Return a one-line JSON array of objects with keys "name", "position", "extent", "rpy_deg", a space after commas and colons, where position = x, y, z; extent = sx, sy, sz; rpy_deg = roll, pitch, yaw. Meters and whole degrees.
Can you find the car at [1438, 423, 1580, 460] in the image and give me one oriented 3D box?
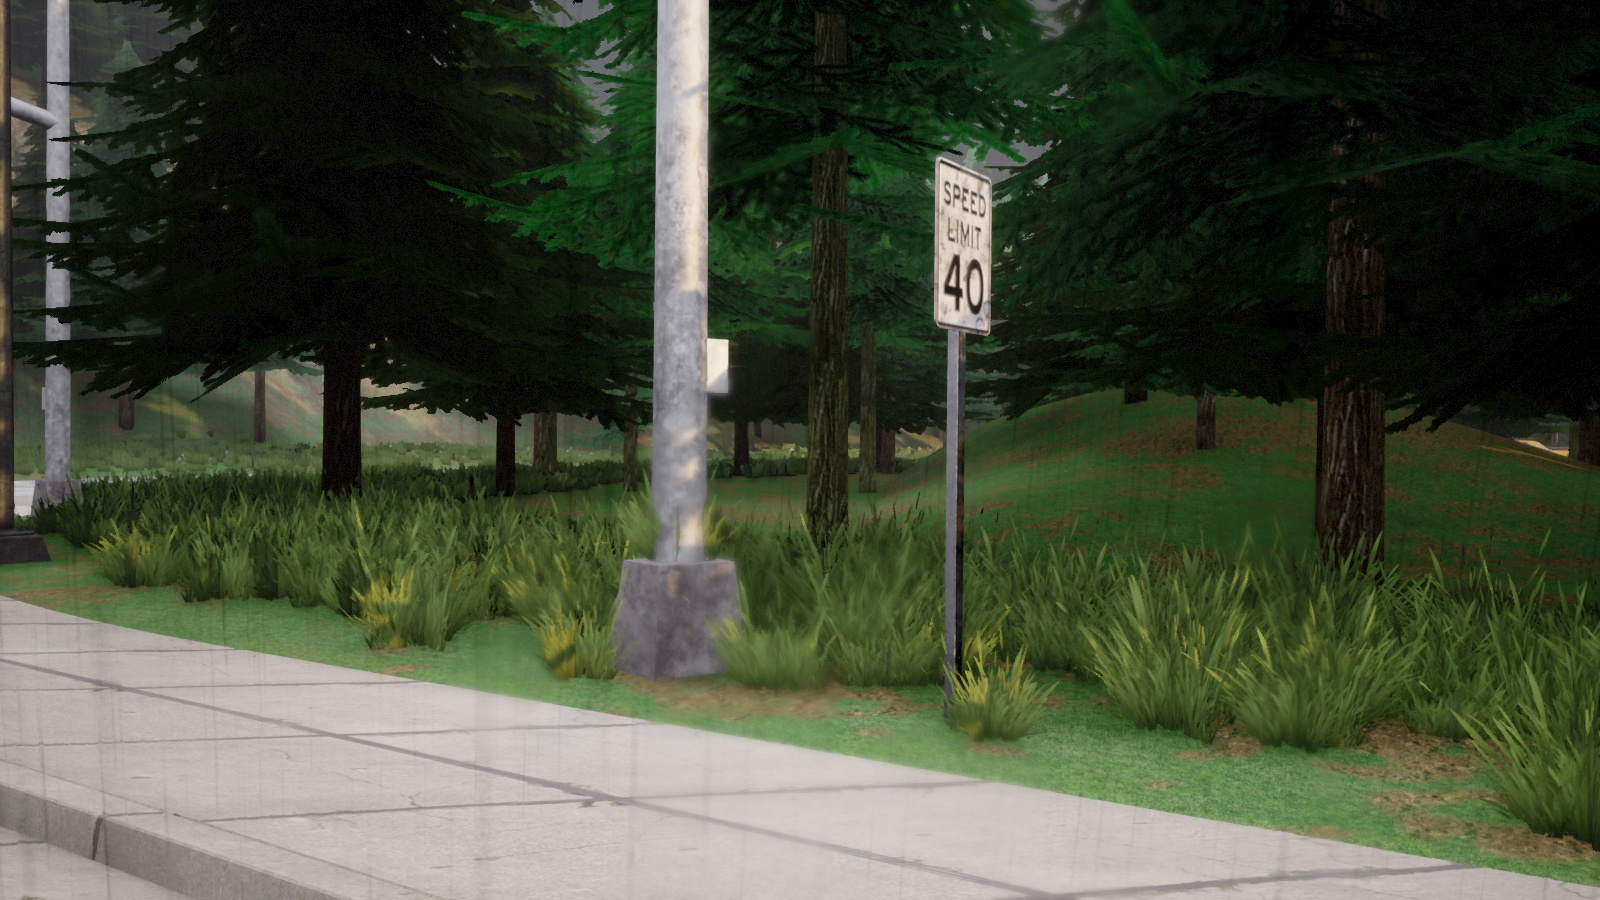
[{"name": "car", "position": [31.182, -0.368, 55.272], "extent": [5.366, 1.575, 1.801], "rpy_deg": [0, 1, 32]}]
